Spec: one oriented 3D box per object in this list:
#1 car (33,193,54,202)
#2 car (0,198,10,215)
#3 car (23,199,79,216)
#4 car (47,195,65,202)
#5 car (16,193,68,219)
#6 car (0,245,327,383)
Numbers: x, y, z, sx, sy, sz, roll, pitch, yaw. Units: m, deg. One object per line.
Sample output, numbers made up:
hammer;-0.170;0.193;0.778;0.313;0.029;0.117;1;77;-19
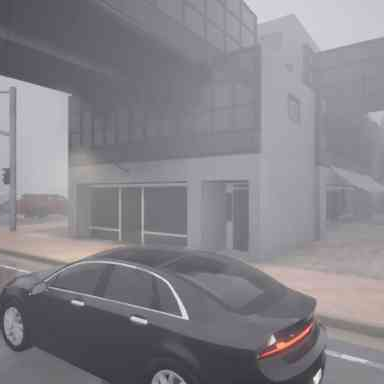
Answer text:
car;-31.200;1.148;69.870;4.605;1.855;1.932;0;0;35
car;-18.344;1.561;33.145;1.994;1.385;4.181;0;0;36
car;-13.966;1.502;33.197;1.837;1.490;4.892;0;0;36
car;-29.471;1.358;72.196;3.905;1.438;1.784;0;0;35
car;-12.271;1.219;29.189;2.150;2.045;5.566;0;0;36
car;-0.788;1.505;4.555;4.892;1.490;1.837;0;0;36
